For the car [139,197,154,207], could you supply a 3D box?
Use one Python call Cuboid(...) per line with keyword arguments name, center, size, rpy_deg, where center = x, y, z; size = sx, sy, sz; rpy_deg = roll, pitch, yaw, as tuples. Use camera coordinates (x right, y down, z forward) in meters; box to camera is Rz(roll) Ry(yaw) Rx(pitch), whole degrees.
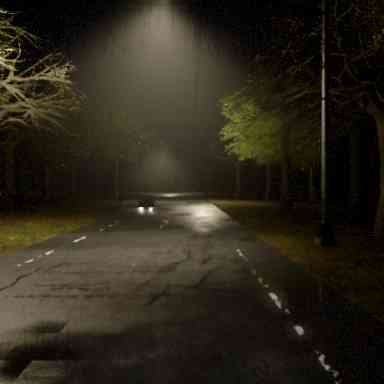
Cuboid(name="car", center=(-6.056, 1.332, 44.628), size=(1.994, 1.385, 4.181), rpy_deg=(0, 0, -6))
